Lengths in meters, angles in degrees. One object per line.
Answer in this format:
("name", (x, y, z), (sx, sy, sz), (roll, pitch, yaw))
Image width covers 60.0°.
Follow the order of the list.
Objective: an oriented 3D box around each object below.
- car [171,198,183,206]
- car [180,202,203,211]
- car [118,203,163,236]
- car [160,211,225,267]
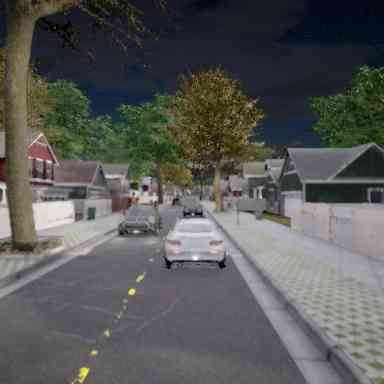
("car", (-2.795, 1.861, 61.063), (1.837, 1.490, 4.892), (0, 0, 1))
("car", (0.094, 1.784, 33.064), (1.895, 1.301, 4.718), (0, 0, 0))
("car", (-2.853, 1.455, 19.216), (2.097, 1.767, 4.553), (0, 0, 0))
("car", (0.086, 1.585, 11.481), (1.812, 1.442, 4.674), (0, 0, 0))
